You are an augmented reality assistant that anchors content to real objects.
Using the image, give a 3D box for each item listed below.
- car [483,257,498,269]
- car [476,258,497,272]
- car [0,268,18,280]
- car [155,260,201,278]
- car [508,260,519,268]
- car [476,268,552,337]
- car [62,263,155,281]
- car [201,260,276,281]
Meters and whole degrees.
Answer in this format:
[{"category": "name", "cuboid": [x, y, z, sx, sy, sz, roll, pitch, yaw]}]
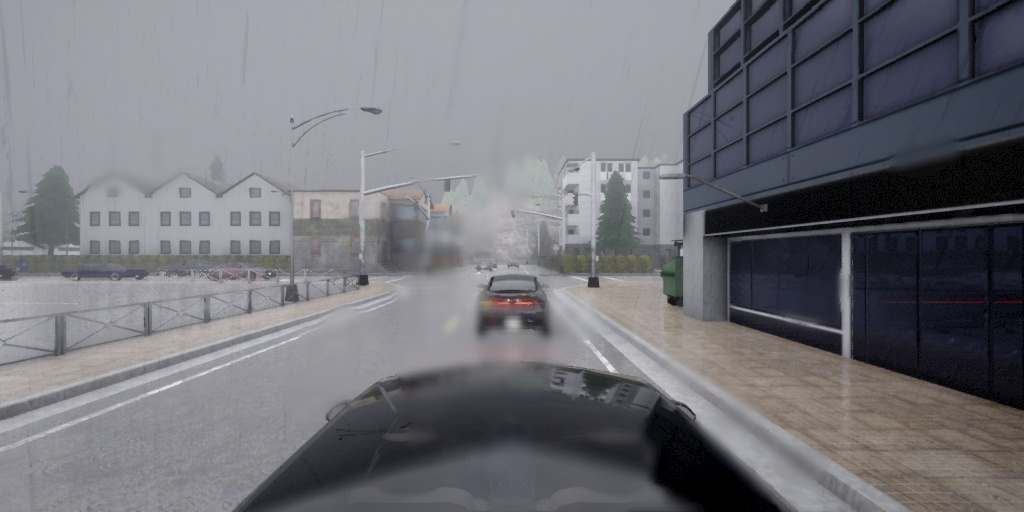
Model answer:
[{"category": "car", "cuboid": [-3.499, 1.101, 58.031, 2.097, 1.767, 4.553, 0, 0, 0]}, {"category": "car", "cuboid": [-3.524, 1.243, 46.497, 2.128, 1.511, 4.902, 0, 0, 0]}, {"category": "car", "cuboid": [-40.133, 1.174, 26.626, 4.718, 1.301, 1.895, 0, 0, 1]}, {"category": "car", "cuboid": [-27.183, 1.078, 30.229, 4.892, 1.490, 1.837, 0, 0, 0]}, {"category": "car", "cuboid": [0.181, 1.351, 60.994, 1.895, 1.301, 4.718, 0, 0, -1]}, {"category": "car", "cuboid": [0.067, 1.255, 10.344, 1.837, 1.490, 4.892, 0, 0, 1]}, {"category": "car", "cuboid": [-29.911, 1.174, 26.546, 4.718, 1.301, 1.895, 0, 0, 0]}, {"category": "car", "cuboid": [-19.891, 1.138, 26.500, 4.181, 1.385, 1.994, 0, 0, 0]}]
